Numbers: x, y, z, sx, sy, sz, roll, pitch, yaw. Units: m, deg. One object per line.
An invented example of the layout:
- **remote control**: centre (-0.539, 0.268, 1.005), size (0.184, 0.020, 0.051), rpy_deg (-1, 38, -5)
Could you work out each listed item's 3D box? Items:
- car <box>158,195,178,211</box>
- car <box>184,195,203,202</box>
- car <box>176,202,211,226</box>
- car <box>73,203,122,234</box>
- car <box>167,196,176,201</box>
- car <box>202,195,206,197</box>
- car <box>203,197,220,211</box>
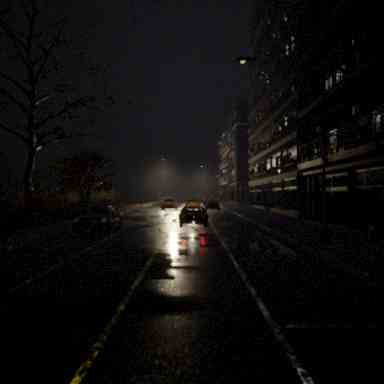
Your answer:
- **car**: centre (-2.849, 1.521, 42.399), size (1.882, 1.535, 5.008), rpy_deg (0, 0, 0)
- **car**: centre (0.093, 1.520, 41.448), size (1.882, 1.535, 5.008), rpy_deg (0, 0, 0)
- **car**: centre (0.096, 1.624, 23.338), size (1.895, 1.301, 4.718), rpy_deg (0, 0, 0)
- **car**: centre (-5.309, 1.459, 19.080), size (1.967, 1.590, 4.097), rpy_deg (1, 0, 0)
- **car**: centre (-5.321, 1.639, 85.515), size (2.008, 1.369, 4.403), rpy_deg (1, 0, 0)
- **car**: centre (2.565, 1.605, 52.622), size (2.008, 1.369, 4.403), rpy_deg (1, 0, 0)
- **car**: centre (2.566, 1.624, 41.532), size (1.802, 1.307, 4.206), rpy_deg (1, 0, 0)
